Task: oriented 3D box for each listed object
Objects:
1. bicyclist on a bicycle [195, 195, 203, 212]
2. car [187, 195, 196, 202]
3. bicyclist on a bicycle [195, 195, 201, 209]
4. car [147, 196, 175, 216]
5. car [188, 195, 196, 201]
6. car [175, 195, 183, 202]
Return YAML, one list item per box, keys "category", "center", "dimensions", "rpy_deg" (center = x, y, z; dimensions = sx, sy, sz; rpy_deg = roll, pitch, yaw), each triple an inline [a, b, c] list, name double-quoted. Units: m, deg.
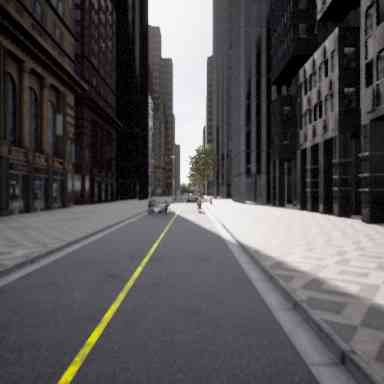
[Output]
- category: "bicyclist on a bicycle"
  center: [0.807, 1.361, 35.938]
  dimensions: [0.866, 1.612, 1.509]
  rpy_deg: [0, 0, 0]
- category: "car"
  center: [-0.033, 1.522, 72.463]
  dimensions: [1.994, 1.385, 4.181]
  rpy_deg: [0, 0, 0]
- category: "bicyclist on a bicycle"
  center: [0.804, 1.291, 44.305]
  dimensions: [0.659, 1.776, 1.843]
  rpy_deg: [0, 0, 0]
- category: "car"
  center: [-3.104, 1.421, 31.820]
  dimensions: [2.128, 1.511, 4.902]
  rpy_deg: [0, 0, 0]
- category: "car"
  center: [-0.038, 1.499, 82.801]
  dimensions: [1.837, 1.490, 4.892]
  rpy_deg: [0, 0, 0]
- category: "car"
  center: [-3.034, 1.443, 73.273]
  dimensions: [1.994, 1.385, 4.181]
  rpy_deg: [0, 0, 0]
